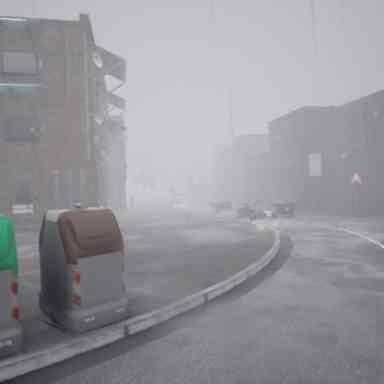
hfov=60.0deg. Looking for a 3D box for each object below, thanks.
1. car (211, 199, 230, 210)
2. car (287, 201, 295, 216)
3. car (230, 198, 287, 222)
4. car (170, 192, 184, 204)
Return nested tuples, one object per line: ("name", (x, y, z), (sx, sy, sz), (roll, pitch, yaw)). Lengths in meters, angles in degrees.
("car", (3.935, 1.660, 46.212), (1.882, 1.535, 5.008), (-2, -1, -11))
("car", (7.218, 1.321, 29.267), (1.882, 1.535, 5.008), (-2, -1, -10))
("car", (4.807, 1.344, 24.998), (2.128, 1.511, 4.902), (-2, -1, -10))
("car", (-2.952, 1.129, 64.828), (2.150, 2.045, 5.566), (-2, 3, -11))
